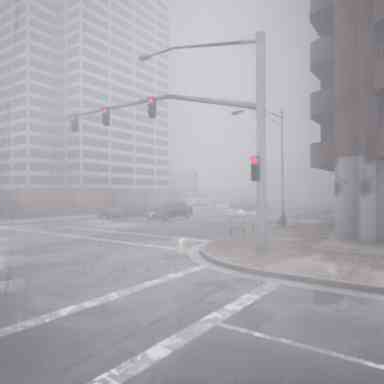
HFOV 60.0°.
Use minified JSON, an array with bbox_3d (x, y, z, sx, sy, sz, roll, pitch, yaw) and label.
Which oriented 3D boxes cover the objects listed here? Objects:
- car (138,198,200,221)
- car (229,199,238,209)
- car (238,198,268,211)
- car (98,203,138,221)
[{"bbox_3d":[-1.817,1.572,28.008,2.128,1.511,4.902,0,0,35],"label":"car"},{"bbox_3d":[6.980,1.604,46.457,1.837,1.490,4.892,0,-1,35],"label":"car"},{"bbox_3d":[7.983,1.606,41.848,1.812,1.442,4.674,0,0,36],"label":"car"},{"bbox_3d":[-5.507,1.644,28.847,2.033,1.411,5.357,0,0,35],"label":"car"}]
